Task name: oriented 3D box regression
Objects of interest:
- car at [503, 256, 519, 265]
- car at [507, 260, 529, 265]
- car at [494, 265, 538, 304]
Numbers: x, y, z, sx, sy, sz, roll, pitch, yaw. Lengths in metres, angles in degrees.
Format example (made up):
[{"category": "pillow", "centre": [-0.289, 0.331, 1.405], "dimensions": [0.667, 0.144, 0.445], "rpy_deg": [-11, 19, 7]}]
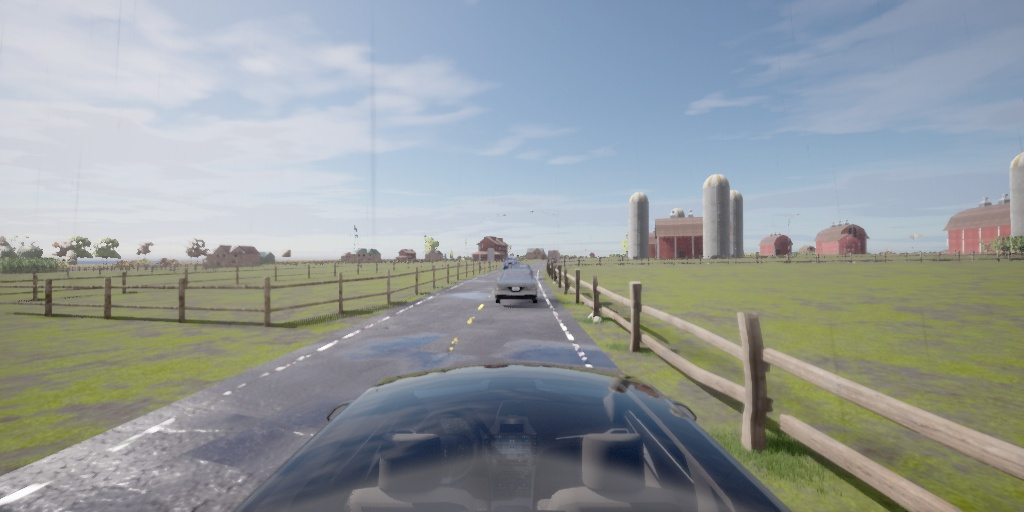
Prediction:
[{"category": "car", "centre": [-0.010, 1.065, 53.861], "dimensions": [2.150, 2.045, 5.566], "rpy_deg": [0, 0, 6]}, {"category": "car", "centre": [0.895, 1.320, 31.381], "dimensions": [1.994, 1.385, 4.181], "rpy_deg": [0, 0, 3]}, {"category": "car", "centre": [0.223, 1.313, 16.437], "dimensions": [2.033, 1.411, 5.357], "rpy_deg": [0, 0, 2]}]
